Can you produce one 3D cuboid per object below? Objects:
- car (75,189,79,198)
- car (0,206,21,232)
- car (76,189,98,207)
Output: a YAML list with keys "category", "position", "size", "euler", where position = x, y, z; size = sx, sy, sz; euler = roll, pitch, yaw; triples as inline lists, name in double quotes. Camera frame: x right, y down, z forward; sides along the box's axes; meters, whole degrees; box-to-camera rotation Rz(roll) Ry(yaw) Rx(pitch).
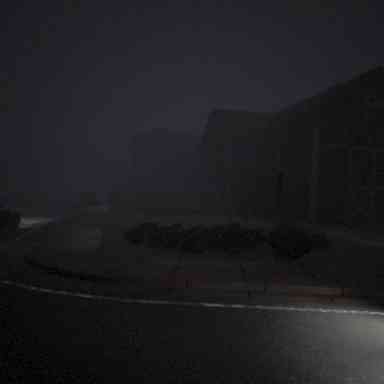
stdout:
- category: "car"
  position: [-18.928, 0.242, 57.060]
  size: [1.837, 1.490, 4.892]
  euler: [1, 0, -13]
- category: "car"
  position: [-9.033, 1.204, 14.547]
  size: [1.895, 1.301, 4.718]
  euler: [1, 1, -13]
- category: "car"
  position: [-10.847, 0.724, 35.028]
  size: [1.816, 1.474, 4.193]
  euler: [-5, 3, -15]
